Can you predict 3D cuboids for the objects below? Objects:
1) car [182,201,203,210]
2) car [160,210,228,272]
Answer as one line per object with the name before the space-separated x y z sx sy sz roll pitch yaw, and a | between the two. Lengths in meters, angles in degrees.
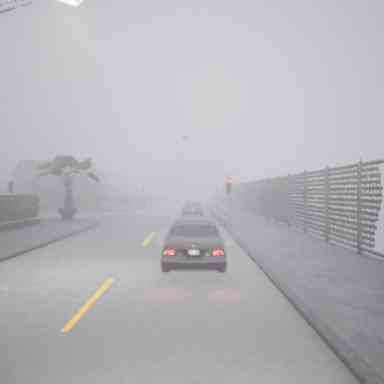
car | 0.077 1.525 31.819 1.994 1.385 4.181 0 0 0
car | 0.059 1.533 10.661 2.033 1.411 5.357 0 0 0
